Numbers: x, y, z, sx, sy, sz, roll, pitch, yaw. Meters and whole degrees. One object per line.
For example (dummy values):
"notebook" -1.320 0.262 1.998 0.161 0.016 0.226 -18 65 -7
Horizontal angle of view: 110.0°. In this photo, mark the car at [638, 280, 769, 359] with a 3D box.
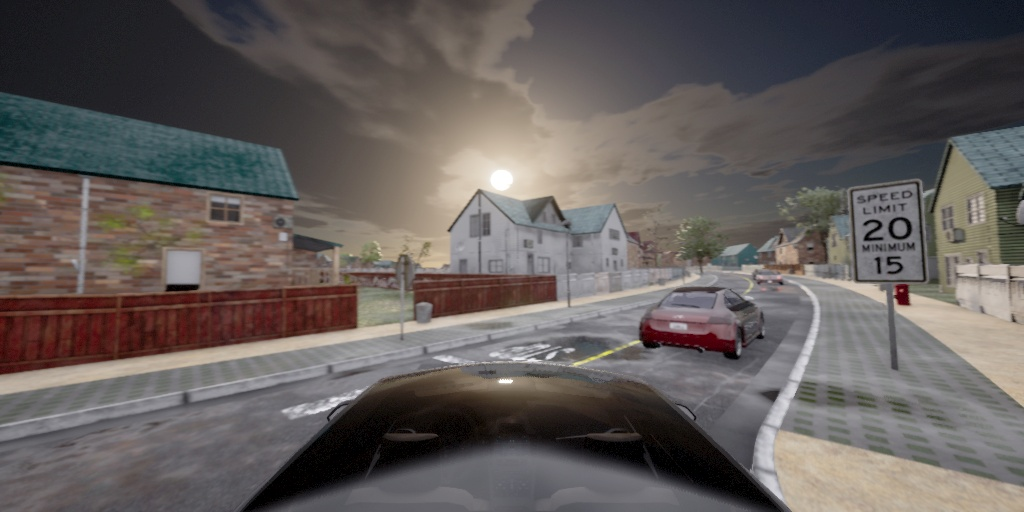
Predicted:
"car" 4.755 1.434 8.815 1.994 1.385 4.181 -3 -3 42

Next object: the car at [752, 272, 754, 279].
"car" 29.077 2.135 41.655 1.895 1.301 4.718 -2 -2 30

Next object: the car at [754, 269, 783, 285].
"car" 23.576 1.949 32.884 1.895 1.301 4.718 -3 -2 34
